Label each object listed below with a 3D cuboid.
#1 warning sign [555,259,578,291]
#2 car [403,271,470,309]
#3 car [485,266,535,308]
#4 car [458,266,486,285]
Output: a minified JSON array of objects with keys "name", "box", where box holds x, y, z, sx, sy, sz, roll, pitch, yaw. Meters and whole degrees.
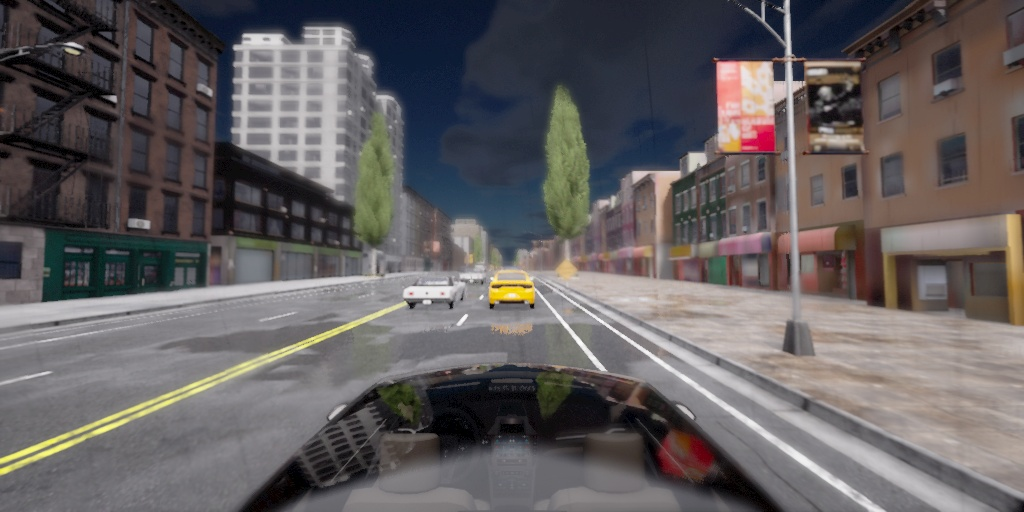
[{"name":"warning sign","box":[3.221,1.096,20.919,1.300,1.860,1.060,0,0,0]},{"name":"car","box":[-3.251,1.513,15.996,1.895,1.301,4.718,0,-1,0]},{"name":"car","box":[0.003,1.395,16.363,1.882,1.535,5.008,0,-1,0]},{"name":"car","box":[-3.254,1.758,31.005,1.895,1.301,4.718,0,-1,0]}]
